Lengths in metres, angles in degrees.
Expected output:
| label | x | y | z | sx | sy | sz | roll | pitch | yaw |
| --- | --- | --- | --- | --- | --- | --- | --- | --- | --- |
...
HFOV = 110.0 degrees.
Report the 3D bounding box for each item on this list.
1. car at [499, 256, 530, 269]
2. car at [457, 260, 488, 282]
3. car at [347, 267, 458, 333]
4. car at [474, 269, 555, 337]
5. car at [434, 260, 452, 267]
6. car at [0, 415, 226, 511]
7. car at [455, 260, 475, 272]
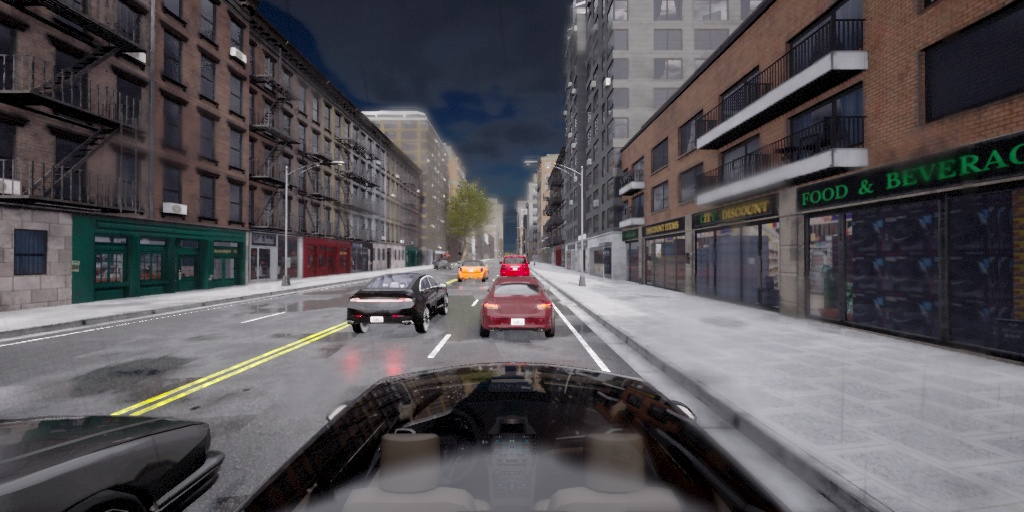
| label | x | y | z | sx | sy | sz | roll | pitch | yaw |
| --- | --- | --- | --- | --- | --- | --- | --- | --- | --- |
| car | 0.206 | 0.984 | 27.257 | 2.150 | 2.045 | 5.566 | 0 | 0 | 0 |
| car | -3.041 | 1.116 | 28.950 | 2.097 | 1.767 | 4.553 | 0 | 0 | 0 |
| car | -3.110 | 1.244 | 10.662 | 2.128 | 1.511 | 4.902 | 0 | 0 | 0 |
| car | 0.132 | 1.278 | 10.159 | 1.812 | 1.442 | 4.674 | 0 | 0 | 0 |
| car | -9.633 | 1.301 | 49.974 | 1.837 | 1.490 | 4.892 | 0 | -1 | 1 |
| car | -3.161 | 1.297 | 0.253 | 2.033 | 1.411 | 5.357 | 0 | 0 | 1 |
| car | -6.389 | 1.284 | 49.277 | 2.128 | 1.511 | 4.902 | 0 | 0 | 0 |
